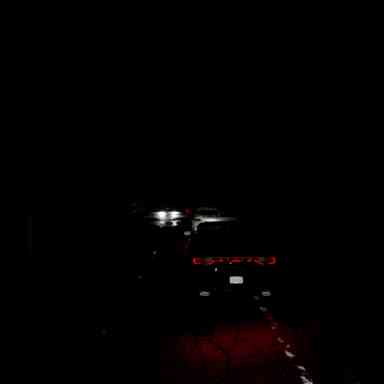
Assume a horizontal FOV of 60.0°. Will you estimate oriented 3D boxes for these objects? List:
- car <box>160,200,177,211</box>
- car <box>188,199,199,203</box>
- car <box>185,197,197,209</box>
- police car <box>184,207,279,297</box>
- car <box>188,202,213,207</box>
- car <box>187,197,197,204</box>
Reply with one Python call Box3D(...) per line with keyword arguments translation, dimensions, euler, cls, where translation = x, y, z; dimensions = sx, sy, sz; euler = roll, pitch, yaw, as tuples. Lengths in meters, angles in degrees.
Box3D(translation=(-2.780, 1.625, 40.164), dimensions=(1.895, 1.301, 4.718), euler=(0, 0, 0), cls="car")
Box3D(translation=(0.806, 1.514, 24.634), dimensions=(1.837, 1.490, 4.892), euler=(0, 0, 0), cls="car")
Box3D(translation=(0.003, 1.524, 46.107), dimensions=(2.128, 1.511, 4.902), euler=(0, 0, 0), cls="car")
Box3D(translation=(0.818, 1.426, 8.744), dimensions=(1.930, 1.638, 5.238), euler=(0, 0, 0), cls="police car")
Box3D(translation=(0.811, 1.531, 18.635), dimensions=(1.812, 1.442, 4.674), euler=(0, 0, 0), cls="car")
Box3D(translation=(-0.049, 1.673, 65.188), dimensions=(1.895, 1.301, 4.718), euler=(0, 0, 0), cls="car")
